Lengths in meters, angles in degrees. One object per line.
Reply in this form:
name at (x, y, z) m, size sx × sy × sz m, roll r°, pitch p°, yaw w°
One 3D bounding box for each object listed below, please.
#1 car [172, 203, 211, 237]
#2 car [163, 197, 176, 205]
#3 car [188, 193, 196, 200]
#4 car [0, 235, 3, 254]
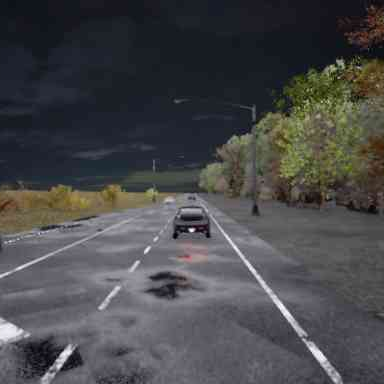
car at (-0.014, 1.527, 18.041) m, size 1.837 × 1.490 × 4.892 m, roll -1°, pitch 0°, yaw 0°
car at (-3.920, 1.607, 60.095) m, size 1.812 × 1.442 × 4.674 m, roll -1°, pitch 0°, yaw 5°
car at (0.056, 1.378, 92.138) m, size 2.097 × 1.767 × 4.553 m, roll -1°, pitch 0°, yaw 0°
car at (-7.029, 1.627, 9.008) m, size 1.812 × 1.442 × 4.674 m, roll -1°, pitch 0°, yaw 0°
